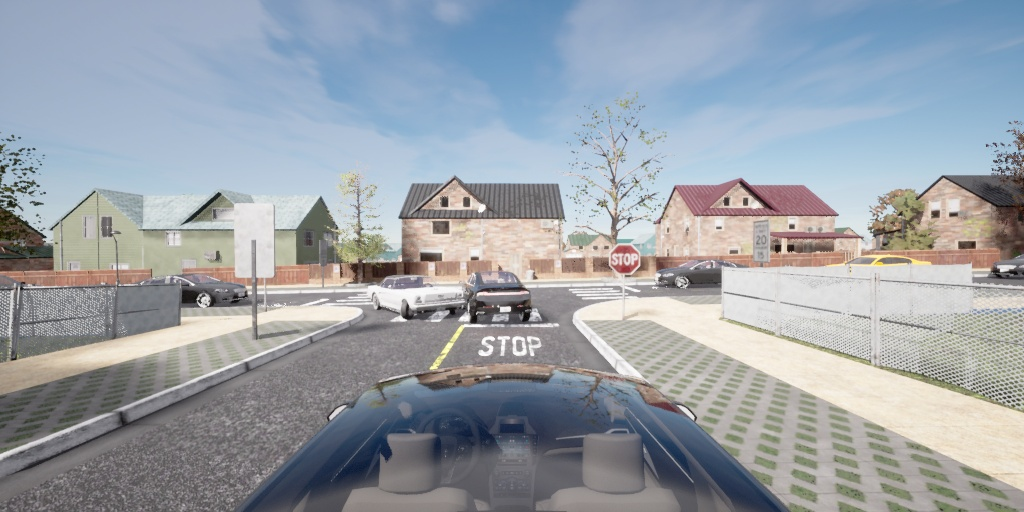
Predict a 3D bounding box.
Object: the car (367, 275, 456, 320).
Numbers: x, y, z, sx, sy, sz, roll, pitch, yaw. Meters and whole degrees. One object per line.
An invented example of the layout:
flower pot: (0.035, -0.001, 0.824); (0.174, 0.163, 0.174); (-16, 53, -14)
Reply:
car: (-3.602, 1.368, 12.990); (1.895, 1.301, 4.718); (0, 0, -38)

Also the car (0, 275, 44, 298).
car: (-24.239, 1.648, 16.446); (4.553, 1.767, 2.097); (-1, 1, 0)

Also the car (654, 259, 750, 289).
car: (10.331, 0.926, 19.539); (4.902, 1.511, 2.128); (-1, 1, 0)

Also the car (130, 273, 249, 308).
car: (-14.902, 1.566, 16.486); (4.902, 1.511, 2.128); (-1, 1, 0)

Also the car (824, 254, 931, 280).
car: (19.762, 0.690, 19.575); (5.008, 1.535, 1.882); (-1, 1, -1)

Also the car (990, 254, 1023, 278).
car: (29.386, 0.478, 19.612); (4.902, 1.511, 2.128); (-1, 1, 0)

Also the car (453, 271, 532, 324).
car: (-0.685, 1.243, 12.131); (2.128, 1.511, 4.902); (0, 0, -12)
